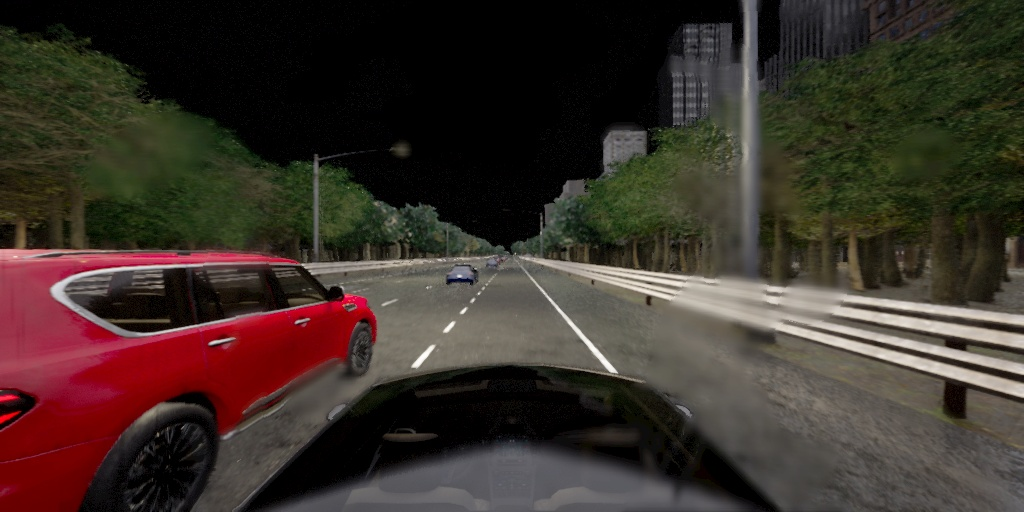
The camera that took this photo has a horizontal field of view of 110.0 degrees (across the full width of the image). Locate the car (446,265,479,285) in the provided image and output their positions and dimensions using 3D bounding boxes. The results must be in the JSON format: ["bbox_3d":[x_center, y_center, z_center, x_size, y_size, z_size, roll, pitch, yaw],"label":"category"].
[{"bbox_3d":[-3.505,1.308,26.052,1.994,1.385,4.181,0,0,0],"label":"car"}]

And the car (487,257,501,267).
[{"bbox_3d":[-3.509,1.249,65.187,1.994,1.385,4.181,0,0,0],"label":"car"}]

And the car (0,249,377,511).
[{"bbox_3d":[-3.502,0.973,4.106,2.150,2.045,5.566,0,0,0],"label":"car"}]
